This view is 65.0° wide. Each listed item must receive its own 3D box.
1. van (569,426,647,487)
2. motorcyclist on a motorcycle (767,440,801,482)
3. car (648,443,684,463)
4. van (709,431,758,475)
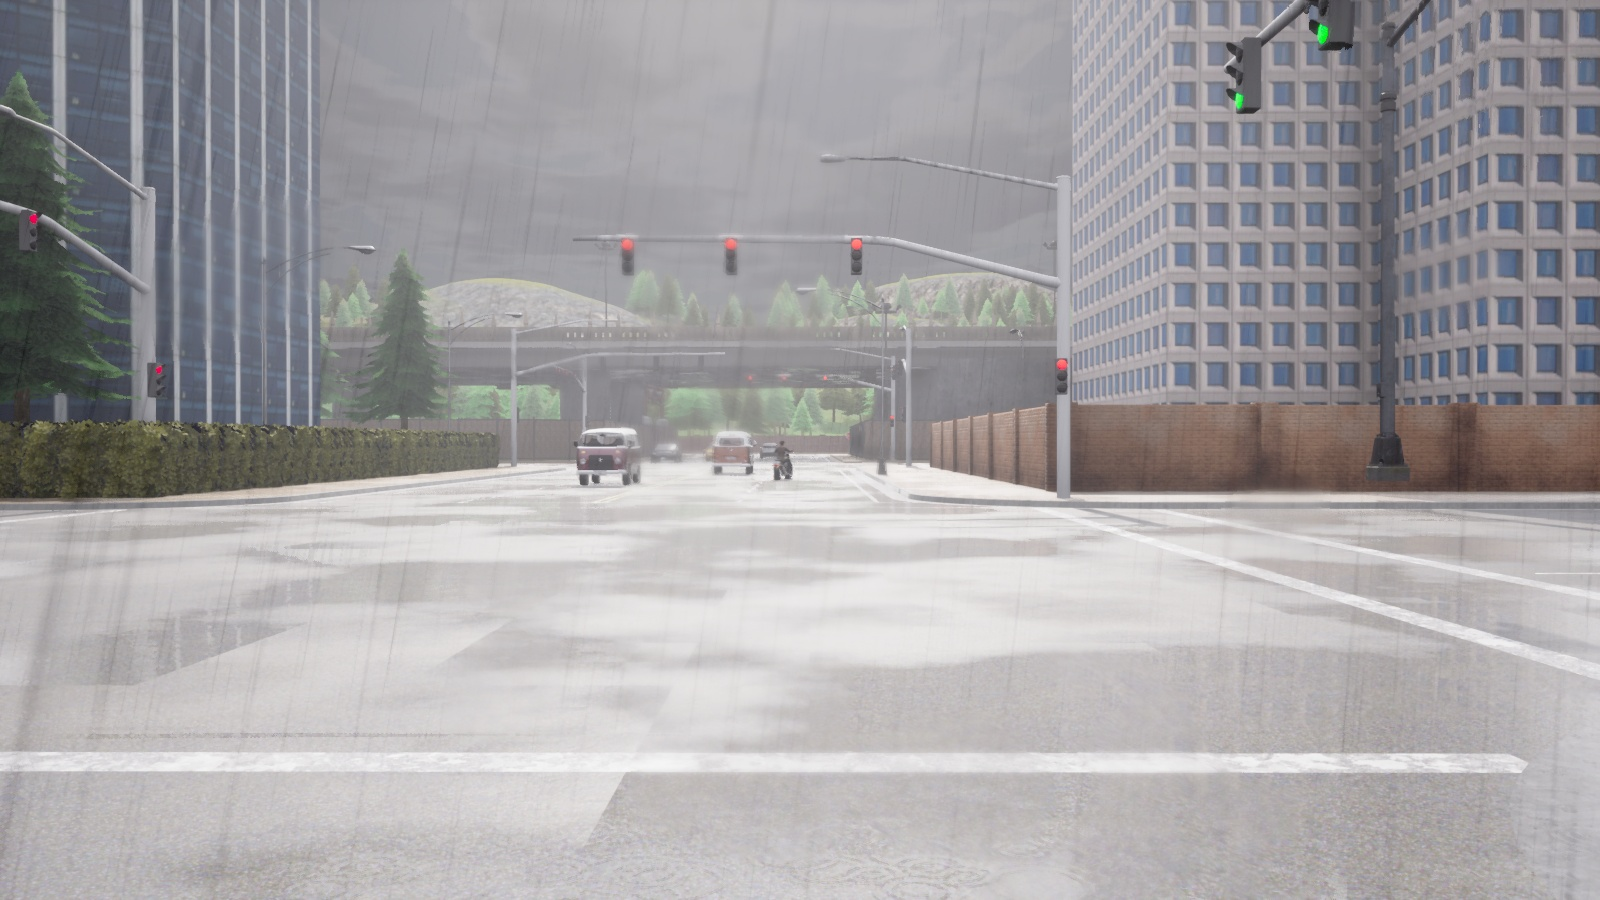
[{"bbox_3d":[-6.743,0.213,44.582,2.069,2.038,4.480,0,0,0],"label":"van"},{"bbox_3d":[-0.637,0.411,50.560,0.766,1.649,2.350,0,0,14],"label":"motorcyclist on a motorcycle"},{"bbox_3d":[-9.976,0.206,94.035,2.163,1.488,4.792,0,0,0],"label":"car"},{"bbox_3d":[-3.158,0.126,60.408,2.069,2.038,4.480,0,0,0],"label":"van"}]
